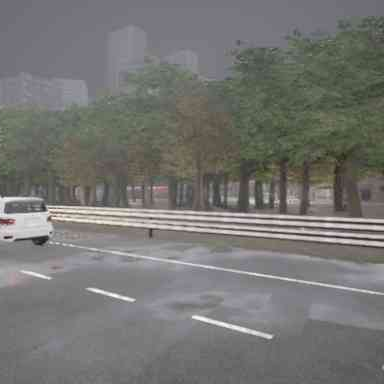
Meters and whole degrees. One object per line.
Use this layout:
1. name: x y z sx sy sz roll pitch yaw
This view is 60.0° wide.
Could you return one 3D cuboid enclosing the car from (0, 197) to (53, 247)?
1. car: -8.145 1.229 13.989 5.566 2.045 2.150 0 0 36
